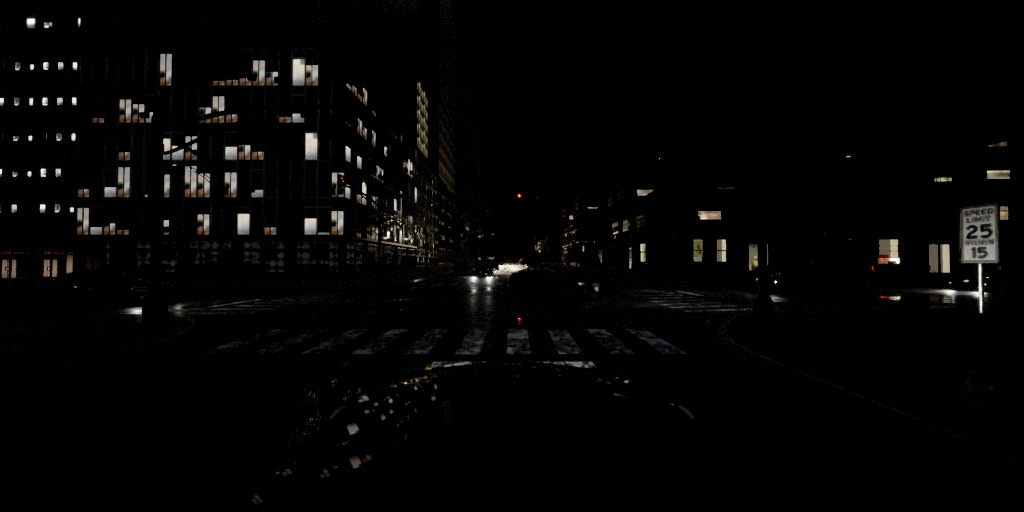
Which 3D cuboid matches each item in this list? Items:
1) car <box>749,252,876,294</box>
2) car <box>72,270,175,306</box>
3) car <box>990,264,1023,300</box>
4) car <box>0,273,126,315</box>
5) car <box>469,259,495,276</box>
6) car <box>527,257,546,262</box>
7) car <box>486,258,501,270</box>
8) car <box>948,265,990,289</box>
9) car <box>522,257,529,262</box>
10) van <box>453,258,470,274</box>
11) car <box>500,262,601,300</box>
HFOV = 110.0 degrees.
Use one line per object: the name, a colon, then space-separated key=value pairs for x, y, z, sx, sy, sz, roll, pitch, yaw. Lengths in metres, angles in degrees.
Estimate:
car: x=15.505 y=0.842 z=18.643 sx=5.566 sy=2.045 sz=2.150 roll=-1 pitch=-1 yaw=-1
car: x=-17.858 y=1.359 z=15.819 sx=5.008 sy=1.535 sz=1.882 roll=-1 pitch=-1 yaw=1
car: x=20.717 y=0.994 z=12.746 sx=4.829 sy=1.417 sz=1.751 roll=0 pitch=0 yaw=1
car: x=-17.391 y=1.413 z=13.206 sx=4.207 sy=1.307 sz=1.802 roll=0 pitch=0 yaw=1
car: x=-3.014 y=1.280 z=36.870 sx=1.812 sy=1.442 sz=4.674 roll=0 pitch=0 yaw=0
car: x=2.774 y=1.194 z=34.995 sx=1.967 sy=1.591 sz=4.097 roll=0 pitch=0 yaw=0
car: x=-2.973 y=1.318 z=52.012 sx=1.994 sy=1.385 sz=4.181 roll=0 pitch=0 yaw=0
car: x=25.451 y=1.090 z=18.484 sx=4.181 sy=1.385 sz=1.994 roll=-1 pitch=-1 yaw=1
car: x=2.802 y=1.070 z=46.343 sx=2.192 sy=1.841 sz=5.009 roll=0 pitch=0 yaw=0
van: x=-5.593 y=1.096 z=40.652 sx=1.690 sy=1.789 sz=3.998 roll=0 pitch=0 yaw=0
car: x=2.006 y=1.245 z=18.038 sx=4.902 sy=1.511 sz=2.128 roll=0 pitch=0 yaw=41
